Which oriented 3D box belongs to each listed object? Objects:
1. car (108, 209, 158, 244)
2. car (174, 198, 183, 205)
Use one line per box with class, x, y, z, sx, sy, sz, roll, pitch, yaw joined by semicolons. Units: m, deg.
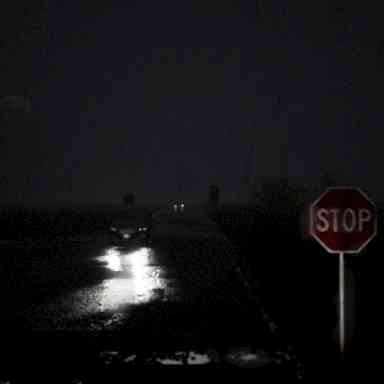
car;-2.763;1.605;16.461;2.128;1.511;4.902;0;0;0
car;-2.804;2.033;71.726;1.812;1.442;4.674;0;0;0
